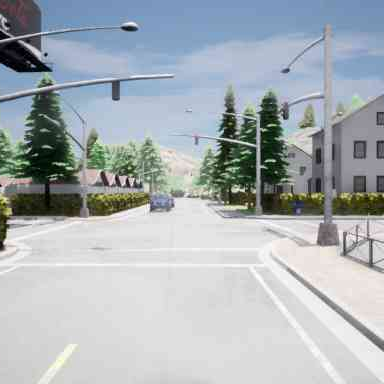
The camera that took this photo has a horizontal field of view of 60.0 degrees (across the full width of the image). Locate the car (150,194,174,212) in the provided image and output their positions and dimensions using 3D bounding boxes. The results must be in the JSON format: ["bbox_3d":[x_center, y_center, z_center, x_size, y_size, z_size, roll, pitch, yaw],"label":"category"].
[{"bbox_3d":[-3.612,1.221,39.025,2.150,2.045,5.566,0,0,0],"label":"car"}]
